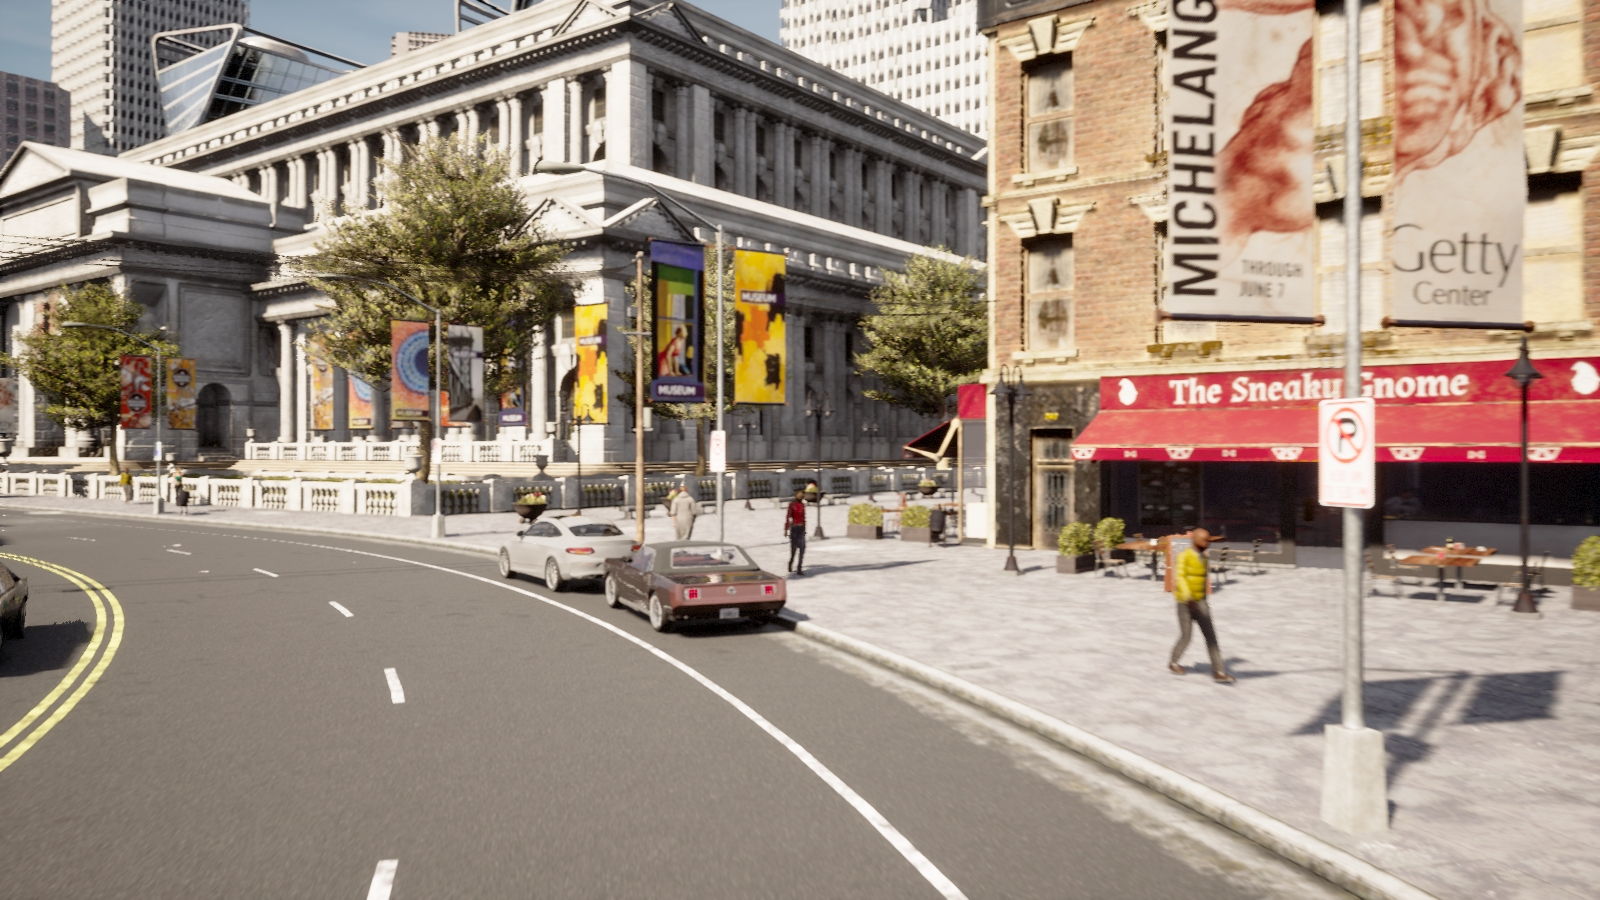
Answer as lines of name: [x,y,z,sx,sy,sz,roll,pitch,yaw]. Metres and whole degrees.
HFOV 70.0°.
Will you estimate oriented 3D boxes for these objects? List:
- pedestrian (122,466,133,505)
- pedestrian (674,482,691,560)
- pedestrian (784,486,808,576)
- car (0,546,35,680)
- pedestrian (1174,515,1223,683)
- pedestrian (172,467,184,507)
pedestrian: [-32.468,1.716,55.162,0.375,1.860,0.375,0,0,-41]
pedestrian: [-2.827,1.698,27.569,0.375,1.860,0.375,0,0,0]
pedestrian: [-0.082,1.698,24.099,0.375,1.860,0.375,0,0,-29]
car: [-11.708,2.162,15.460,1.895,1.301,4.718,0,0,-29]
pedestrian: [4.567,1.693,13.094,0.375,1.860,0.375,0,0,-23]
pedestrian: [-28.969,1.716,53.225,0.375,1.860,0.375,0,0,44]
